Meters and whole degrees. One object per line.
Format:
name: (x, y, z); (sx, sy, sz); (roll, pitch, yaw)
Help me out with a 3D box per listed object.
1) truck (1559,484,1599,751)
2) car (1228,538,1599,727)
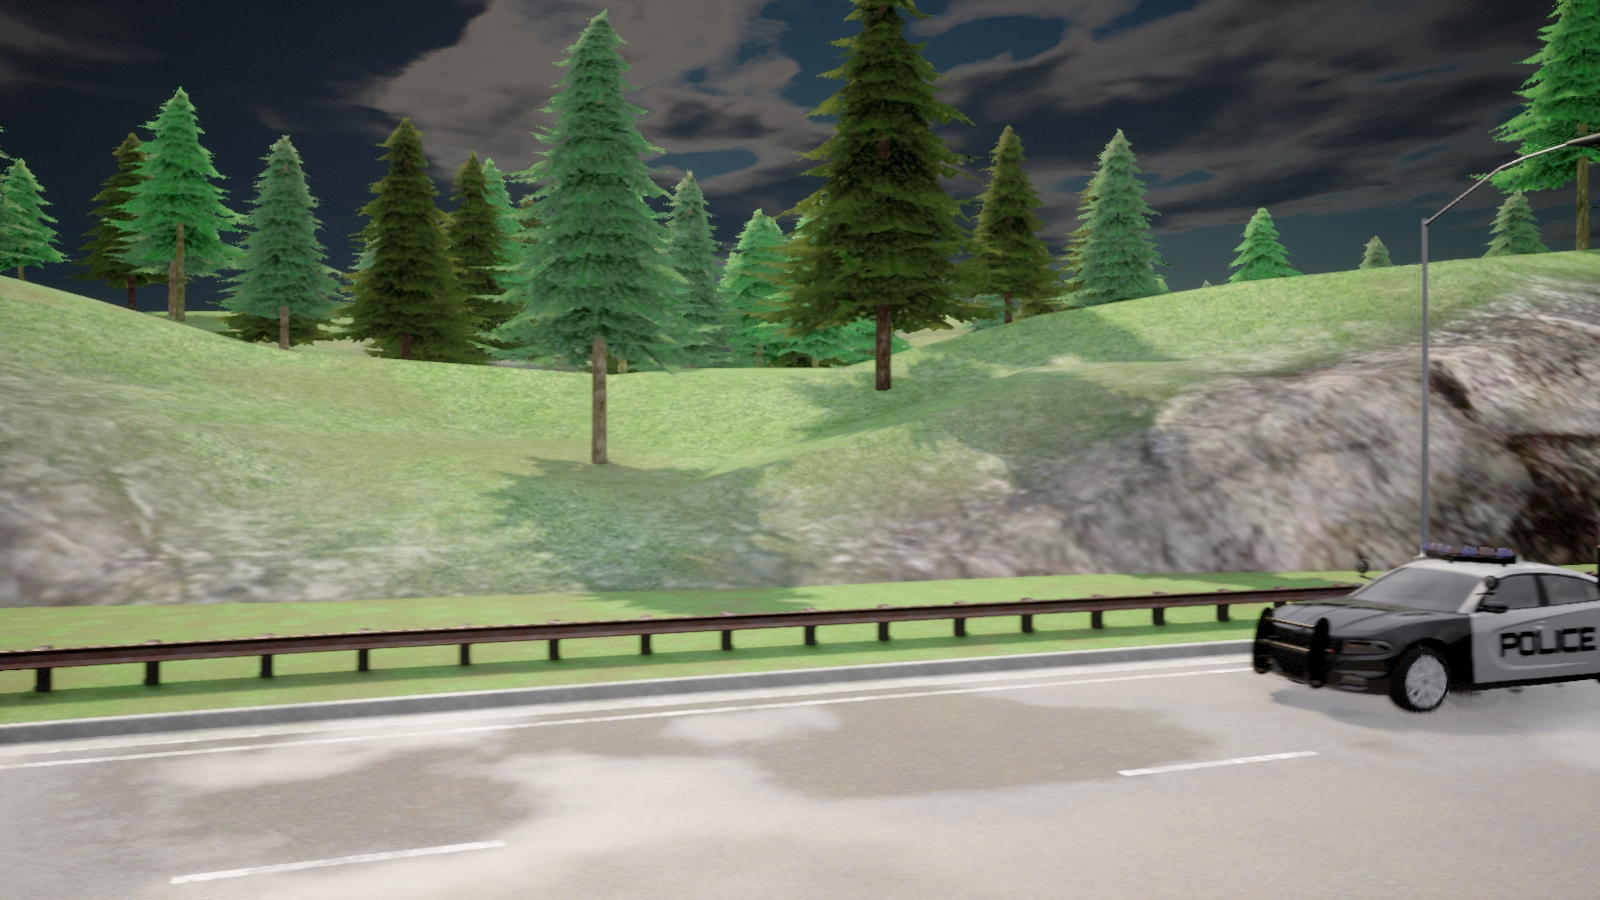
truck: (10.182, 1.570, 10.590); (5.204, 2.467, 2.627); (0, 0, -19)
car: (7.879, 1.982, 13.366); (5.238, 1.638, 2.097); (0, 0, -19)
